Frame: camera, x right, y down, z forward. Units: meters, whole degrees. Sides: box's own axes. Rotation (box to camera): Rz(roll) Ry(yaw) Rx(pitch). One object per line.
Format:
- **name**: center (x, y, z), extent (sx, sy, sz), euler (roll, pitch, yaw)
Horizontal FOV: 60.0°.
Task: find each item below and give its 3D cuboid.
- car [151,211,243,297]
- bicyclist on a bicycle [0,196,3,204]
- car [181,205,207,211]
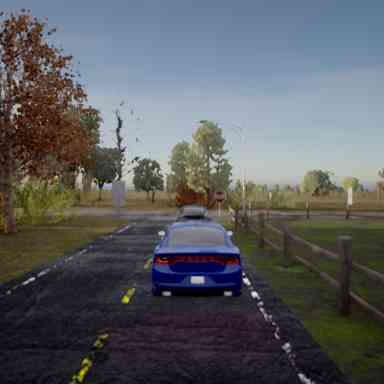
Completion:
- **car**: center (0.100, 1.480, 8.652), extent (1.882, 1.535, 5.008), euler (0, 0, 0)
- **bicyclist on a bicycle**: center (-22.671, 1.119, 39.213), extent (0.582, 1.620, 1.656), euler (1, 0, 0)
- **car**: center (0.099, 1.511, 18.902), extent (1.837, 1.490, 4.892), euler (0, 0, 0)
